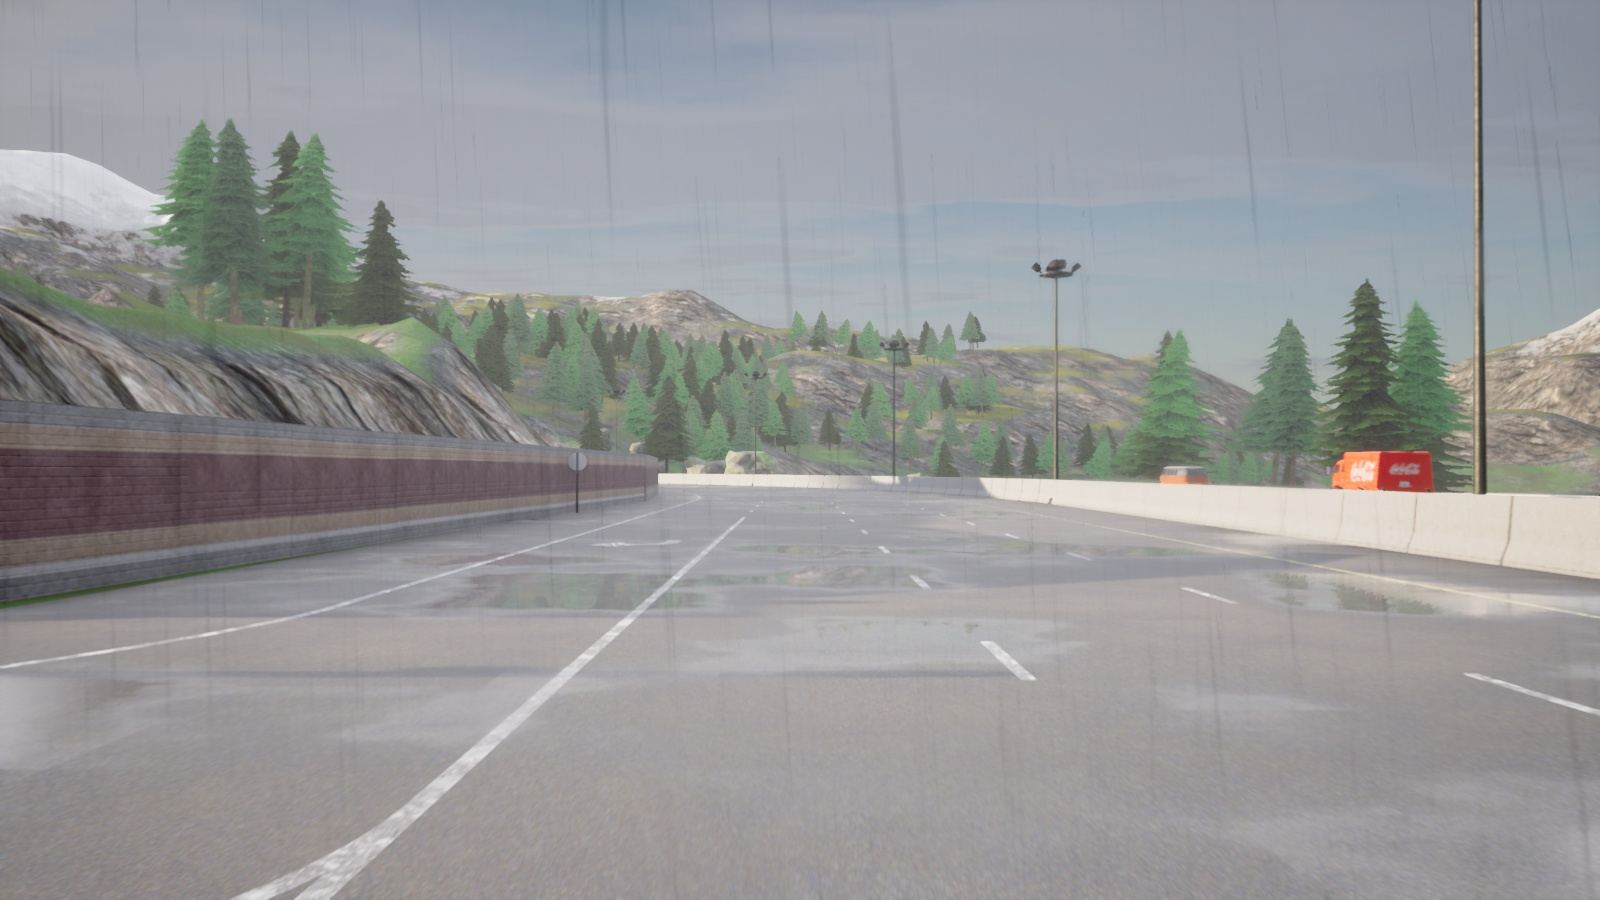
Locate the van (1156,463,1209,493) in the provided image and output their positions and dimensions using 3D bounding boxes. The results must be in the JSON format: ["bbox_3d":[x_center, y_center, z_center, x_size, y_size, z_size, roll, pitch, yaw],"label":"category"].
[{"bbox_3d":[26.153,1.902,85.960,1.775,1.987,4.442,0,-1,-8],"label":"van"}]

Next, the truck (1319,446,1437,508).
[{"bbox_3d":[24.355,1.120,53.185,2.627,2.467,5.204,0,-1,0],"label":"truck"}]
